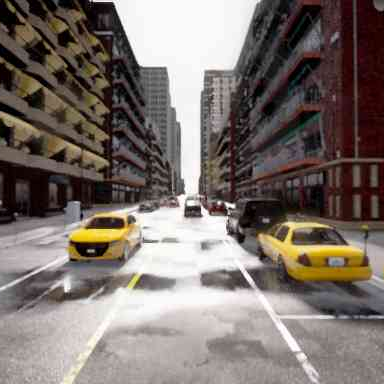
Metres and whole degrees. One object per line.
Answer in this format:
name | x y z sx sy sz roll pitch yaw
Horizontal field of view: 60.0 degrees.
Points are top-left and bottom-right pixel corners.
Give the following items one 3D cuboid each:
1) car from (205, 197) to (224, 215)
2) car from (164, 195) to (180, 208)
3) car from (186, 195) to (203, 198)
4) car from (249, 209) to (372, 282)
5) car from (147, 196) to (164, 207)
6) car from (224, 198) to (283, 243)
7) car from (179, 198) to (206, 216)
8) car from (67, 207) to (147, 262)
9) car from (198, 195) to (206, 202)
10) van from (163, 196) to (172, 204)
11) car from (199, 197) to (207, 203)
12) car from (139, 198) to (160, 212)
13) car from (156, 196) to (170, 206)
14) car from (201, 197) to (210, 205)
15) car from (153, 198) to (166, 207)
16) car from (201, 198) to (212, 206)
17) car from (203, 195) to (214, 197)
car | 2.733 1.633 36.475 1.967 1.590 4.097 1 0 0
car | -3.015 1.635 54.472 2.097 1.767 4.553 0 0 0
car | 0.058 1.467 46.576 2.150 2.045 5.566 0 0 1
car | 3.157 1.510 9.832 1.801 1.575 5.366 0 0 0
car | -5.637 1.564 47.510 2.192 1.841 5.009 1 0 0
car | 3.119 1.311 16.674 2.150 2.045 5.566 0 0 0
car | 0.097 1.675 34.925 2.128 1.511 4.902 0 0 0
car | -3.090 1.546 12.670 1.882 1.535 5.008 0 0 0
car | 2.776 1.780 91.880 2.192 1.841 5.009 1 0 0
van | -5.617 1.726 75.212 1.690 1.788 3.998 1 0 0
car | 2.768 1.983 86.338 1.887 1.381 4.507 1 0 0
car | -5.646 1.772 41.969 2.008 1.369 4.403 1 0 0
car | -5.625 1.646 64.131 2.192 1.841 5.009 1 0 0
car | 2.756 1.884 69.887 1.752 1.417 4.829 1 0 0
car | -5.633 1.828 58.420 1.752 1.417 4.829 1 0 0
car | 2.751 1.881 64.177 2.008 1.369 4.403 1 0 0
car | 2.747 1.591 53.097 2.192 1.841 5.009 1 0 0
